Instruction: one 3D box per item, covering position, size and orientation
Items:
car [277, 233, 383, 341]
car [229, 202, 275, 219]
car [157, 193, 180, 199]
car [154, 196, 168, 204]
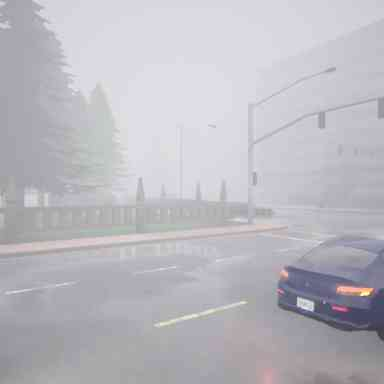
[{"bbox_3d":[3.593,1.524,6.332,4.674,1.442,1.812,0,0,-35],"label":"car"},{"bbox_3d":[4.889,1.541,28.906,1.895,1.301,4.718,0,0,-33],"label":"car"},{"bbox_3d":[-2.775,1.162,42.161,2.150,2.045,5.566,0,0,-21],"label":"car"},{"bbox_3d":[-5.840,1.463,62.991,1.812,1.442,4.674,0,0,6],"label":"car"}]
